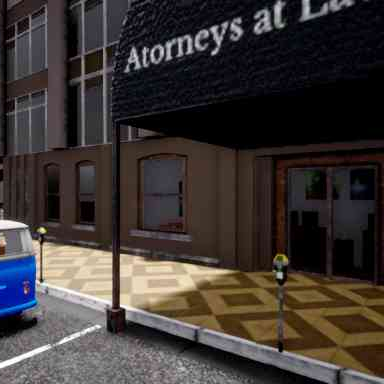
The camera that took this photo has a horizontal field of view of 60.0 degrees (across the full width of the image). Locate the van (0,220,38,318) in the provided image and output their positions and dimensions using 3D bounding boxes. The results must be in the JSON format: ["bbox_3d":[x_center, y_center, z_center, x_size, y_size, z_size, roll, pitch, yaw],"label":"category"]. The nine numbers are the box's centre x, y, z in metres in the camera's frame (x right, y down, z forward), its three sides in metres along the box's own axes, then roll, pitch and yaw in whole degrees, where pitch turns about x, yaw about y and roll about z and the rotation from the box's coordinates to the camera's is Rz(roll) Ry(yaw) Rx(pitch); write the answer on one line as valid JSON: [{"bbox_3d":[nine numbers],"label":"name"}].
[{"bbox_3d":[-4.540,1.341,6.098,3.998,1.788,1.690,0,0,35],"label":"van"}]
